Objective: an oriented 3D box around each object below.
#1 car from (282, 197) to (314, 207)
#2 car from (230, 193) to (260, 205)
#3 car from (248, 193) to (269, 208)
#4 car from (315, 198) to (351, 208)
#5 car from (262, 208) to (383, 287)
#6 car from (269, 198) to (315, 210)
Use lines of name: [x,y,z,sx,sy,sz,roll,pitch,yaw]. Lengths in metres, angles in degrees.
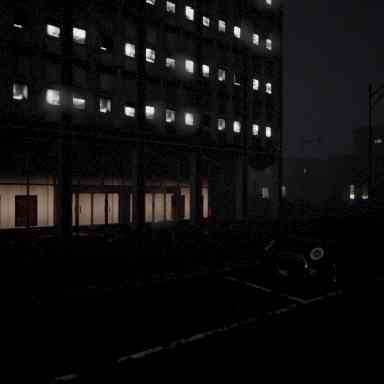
car: [15.457,1.480,48.509,1.802,1.307,4.206,1,0,-35]
car: [9.157,1.168,57.615,2.192,1.841,5.009,1,0,-35]
car: [8.567,1.168,43.742,2.192,1.841,5.009,1,0,-35]
car: [18.511,1.447,44.095,1.752,1.417,4.829,1,0,-35]
car: [3.850,1.441,9.312,4.097,1.590,1.967,0,0,-36]
car: [11.716,1.427,39.188,2.008,1.369,4.403,1,0,-35]
